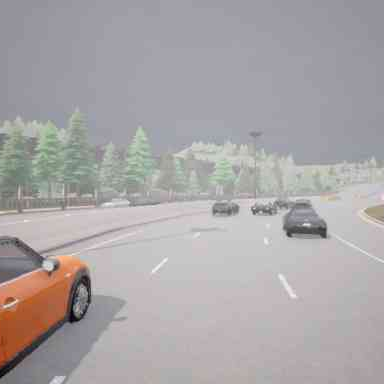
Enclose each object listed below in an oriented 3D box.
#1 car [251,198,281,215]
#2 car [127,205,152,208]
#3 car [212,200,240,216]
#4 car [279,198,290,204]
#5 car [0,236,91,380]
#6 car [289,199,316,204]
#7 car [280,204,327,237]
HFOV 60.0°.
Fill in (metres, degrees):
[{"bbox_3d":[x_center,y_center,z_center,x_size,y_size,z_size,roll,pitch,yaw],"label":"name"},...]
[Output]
[{"bbox_3d":[7.359,1.600,33.497,1.895,1.301,4.718,0,0,23],"label":"car"},{"bbox_3d":[-5.556,1.477,39.308,1.882,1.535,5.008,0,0,23],"label":"car"},{"bbox_3d":[3.418,1.492,32.973,2.128,1.511,4.902,0,0,21],"label":"car"},{"bbox_3d":[11.845,1.504,42.801,1.837,1.490,4.892,0,0,29],"label":"car"},{"bbox_3d":[-3.029,1.351,4.414,2.097,1.767,4.553,0,0,3],"label":"car"},{"bbox_3d":[11.658,1.504,34.570,1.837,1.490,4.892,0,0,24],"label":"car"},{"bbox_3d":[6.060,1.564,18.156,1.994,1.385,4.181,0,0,13],"label":"car"}]
